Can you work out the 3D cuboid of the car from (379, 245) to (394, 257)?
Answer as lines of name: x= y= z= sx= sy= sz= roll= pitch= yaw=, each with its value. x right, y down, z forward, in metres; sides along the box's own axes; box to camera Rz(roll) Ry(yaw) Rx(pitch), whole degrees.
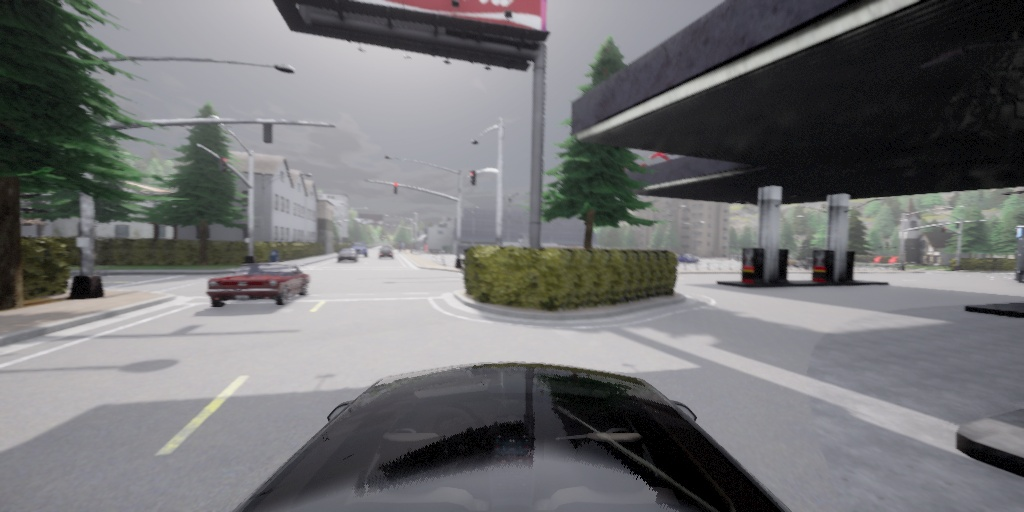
car: x=-19.930 y=-0.857 z=56.954 sx=2.097 sy=1.767 sz=4.553 roll=1 pitch=2 yaw=-19

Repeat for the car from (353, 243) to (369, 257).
car: x=-21.908 y=-0.894 z=51.589 sx=2.150 sy=2.045 sz=5.566 roll=1 pitch=1 yaw=-19

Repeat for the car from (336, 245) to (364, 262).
car: x=-17.248 y=-0.103 z=37.946 sx=2.033 sy=1.411 sz=5.357 roll=1 pitch=2 yaw=-19

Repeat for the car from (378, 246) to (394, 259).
car: x=-16.718 y=-0.290 z=47.678 sx=1.895 sy=1.301 sz=4.718 roll=1 pitch=2 yaw=-19

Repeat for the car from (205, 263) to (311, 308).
car: x=-8.353 y=0.888 z=12.253 sx=1.895 sy=1.301 sz=4.718 roll=1 pitch=-1 yaw=-19
